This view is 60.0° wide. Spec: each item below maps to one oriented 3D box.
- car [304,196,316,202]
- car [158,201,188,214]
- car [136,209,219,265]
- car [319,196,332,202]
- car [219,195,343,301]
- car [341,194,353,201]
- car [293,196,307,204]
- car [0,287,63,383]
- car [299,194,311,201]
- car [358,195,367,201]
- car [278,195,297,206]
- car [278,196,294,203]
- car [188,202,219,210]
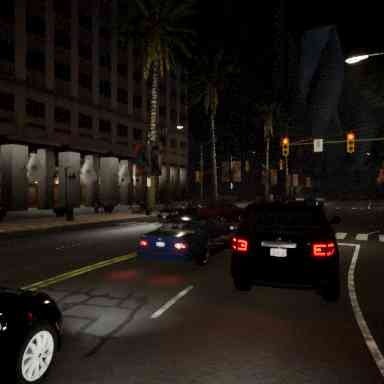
[{"bbox_3d":[27.114,1.595,76.482,1.895,1.301,4.718,0,0,29],"label":"car"},{"bbox_3d":[-0.781,1.491,25.523,2.128,1.511,4.902,0,0,29],"label":"car"},{"bbox_3d":[0.188,1.547,11.790,2.033,1.411,5.357,0,0,26],"label":"car"},{"bbox_3d":[29.812,1.540,74.125,2.033,1.411,5.357,0,0,29],"label":"car"},{"bbox_3d":[2.613,1.221,8.701,2.150,2.045,5.566,0,0,22],"label":"car"},{"bbox_3d":[37.966,1.355,81.776,2.097,1.767,4.553,0,0,28],"label":"car"},{"bbox_3d":[21.529,1.525,66.252,1.812,1.442,4.674,0,0,29],"label":"car"},{"bbox_3d":[-2.896,1.505,2.552,1.837,1.490,4.892,0,0,9],"label":"car"},{"bbox_3d":[30.191,1.354,88.663,2.185,1.767,4.553,0,0,28],"label":"car"},{"bbox_3d":[40.993,1.595,80.015,1.895,1.301,4.718,0,0,28],"label":"car"},{"bbox_3d":[16.421,1.352,57.040,2.097,1.767,4.553,0,0,29],"label":"car"},{"bbox_3d":[19.633,1.513,69.440,2.161,1.482,4.786,0,0,28],"label":"car"},{"bbox_3d":[1.926,1.477,23.177,1.882,1.535,5.008,0,0,29],"label":"car"}]
